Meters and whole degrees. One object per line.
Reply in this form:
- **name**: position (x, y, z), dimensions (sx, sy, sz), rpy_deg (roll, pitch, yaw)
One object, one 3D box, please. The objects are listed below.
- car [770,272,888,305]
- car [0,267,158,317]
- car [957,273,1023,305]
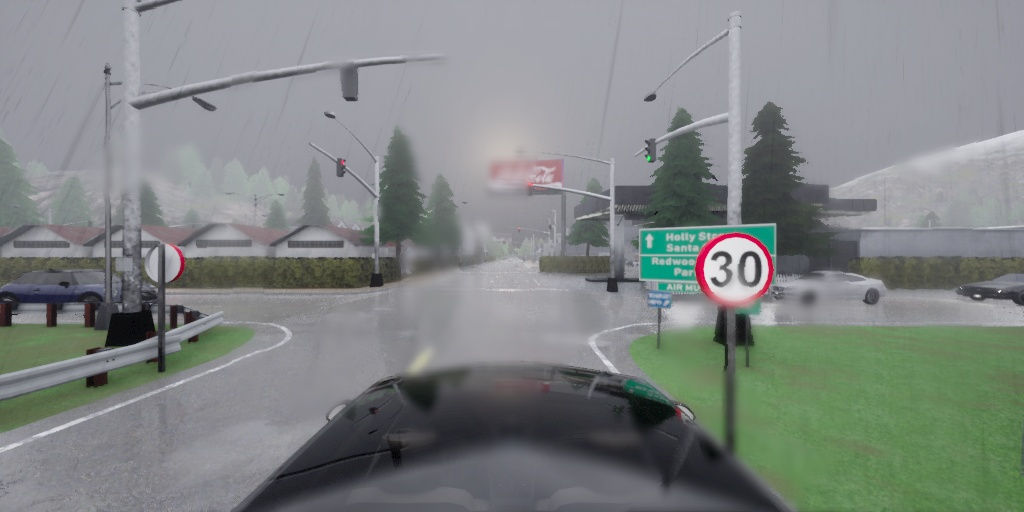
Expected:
- **car**: position (14.858, 1.467, 16.924), dimensions (4.674, 1.442, 1.812), rpy_deg (0, 0, 0)
- **car**: position (-16.315, 1.294, 13.727), dimensions (4.553, 1.767, 2.097), rpy_deg (0, 0, 1)
- **car**: position (24.513, 1.489, 16.797), dimensions (5.357, 1.411, 2.033), rpy_deg (0, 0, 1)
